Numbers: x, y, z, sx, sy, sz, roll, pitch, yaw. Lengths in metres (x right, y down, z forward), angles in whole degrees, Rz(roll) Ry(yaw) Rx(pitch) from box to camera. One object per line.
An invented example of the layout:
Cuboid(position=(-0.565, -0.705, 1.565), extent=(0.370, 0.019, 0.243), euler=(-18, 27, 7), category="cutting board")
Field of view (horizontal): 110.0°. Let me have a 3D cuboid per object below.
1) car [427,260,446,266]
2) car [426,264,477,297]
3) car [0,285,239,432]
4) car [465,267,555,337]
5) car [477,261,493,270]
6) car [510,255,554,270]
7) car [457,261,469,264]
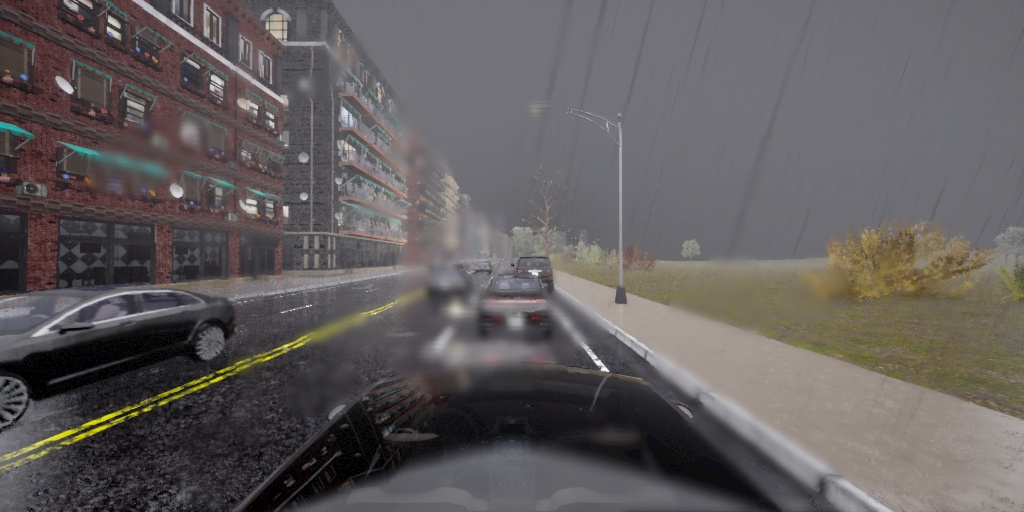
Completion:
Cuboid(position=(-9.891, 1.256, 47.294), extent=(1.837, 1.490, 4.892), euler=(0, 0, 0), category="car")
Cuboid(position=(-3.168, 1.316, 18.927), extent=(1.994, 1.385, 4.181), euler=(0, 0, 0), category="car")
Cuboid(position=(-6.603, 1.242, 5.400), extent=(2.128, 1.511, 4.902), euler=(0, 0, 0), category="car")
Cuboid(position=(0.092, 1.243, 10.303), extent=(2.128, 1.511, 4.902), euler=(0, 0, 0), category="car")
Cuboid(position=(-3.185, 1.299, 41.149), extent=(2.033, 1.411, 5.357), euler=(0, 0, 0), category="car")
Cuboid(position=(1.120, 0.977, 20.174), extent=(2.150, 2.045, 5.566), euler=(0, 0, 0), category="car")
Cuboid(position=(-6.642, 1.352, 47.319), extent=(1.895, 1.301, 4.718), euler=(0, 0, 0), category="car")
